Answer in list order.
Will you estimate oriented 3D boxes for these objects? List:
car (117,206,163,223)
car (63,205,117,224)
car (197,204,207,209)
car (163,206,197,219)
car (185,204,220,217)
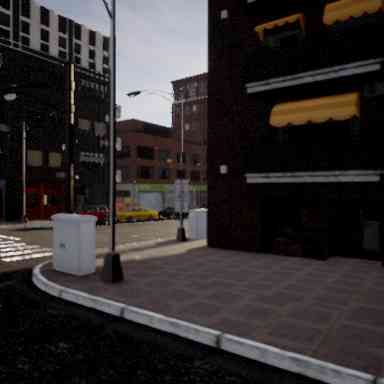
[{"bbox_3d":[-5.019,1.895,29.411,1.752,1.417,4.829,-1,-2,35],"label":"car"},{"bbox_3d":[-8.078,1.709,25.020,1.967,1.590,4.097,-1,-2,35],"label":"car"},{"bbox_3d":[1.810,2.043,34.654,1.837,1.490,4.892,0,-1,35],"label":"car"},{"bbox_3d":[-1.765,2.043,34.082,1.947,1.339,4.313,-1,-2,35],"label":"car"},{"bbox_3d":[1.295,2.103,38.475,1.752,1.417,4.829,-1,-2,35],"label":"car"}]
